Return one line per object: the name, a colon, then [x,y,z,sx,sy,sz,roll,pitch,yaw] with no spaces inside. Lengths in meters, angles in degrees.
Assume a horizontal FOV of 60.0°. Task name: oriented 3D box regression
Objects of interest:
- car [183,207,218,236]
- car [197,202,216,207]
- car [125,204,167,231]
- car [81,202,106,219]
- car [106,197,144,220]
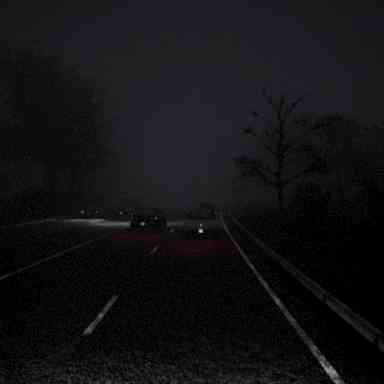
car: [0.562,1.790,19.788,1.895,1.301,4.718,0,-1,2]
car: [1.641,1.863,37.551,1.837,1.490,4.892,0,-1,4]
car: [-2.827,1.735,22.167,1.812,1.442,4.674,0,-1,3]
car: [-9.403,1.814,33.172,1.837,1.490,4.892,0,-1,4]
car: [-6.004,1.521,31.674,2.150,2.045,5.566,0,-1,4]
